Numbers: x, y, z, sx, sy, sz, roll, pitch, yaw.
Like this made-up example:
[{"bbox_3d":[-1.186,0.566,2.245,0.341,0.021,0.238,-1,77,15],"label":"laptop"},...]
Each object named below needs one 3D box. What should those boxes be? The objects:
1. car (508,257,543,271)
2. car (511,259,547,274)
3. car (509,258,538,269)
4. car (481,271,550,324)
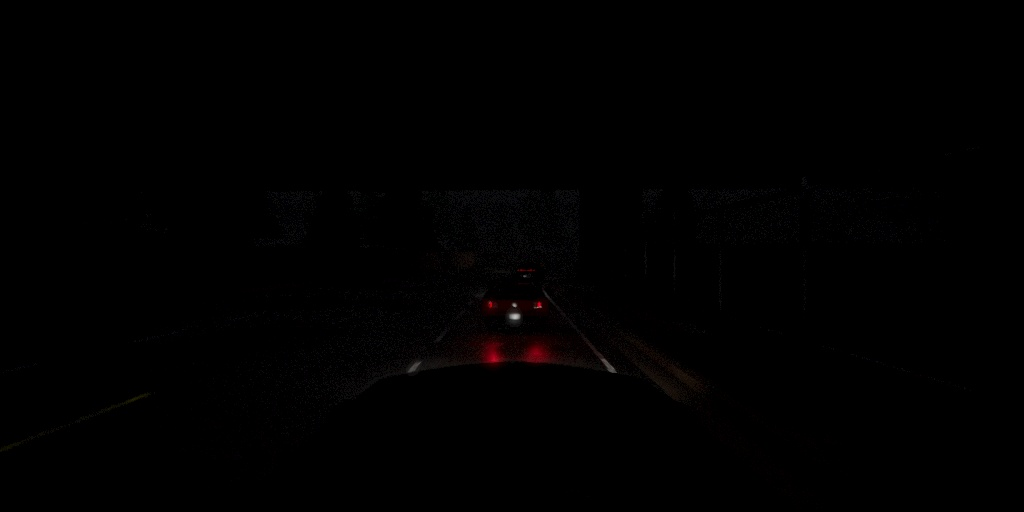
[{"bbox_3d":[1.878,1.042,49.858,4.553,1.767,2.097,0,0,-32],"label":"car"},{"bbox_3d":[1.560,1.222,28.820,1.837,1.490,4.892,0,0,13],"label":"car"},{"bbox_3d":[2.191,1.174,45.544,5.008,1.535,1.882,0,-1,-39],"label":"car"},{"bbox_3d":[0.091,1.338,11.840,1.895,1.301,4.718,0,0,0],"label":"car"}]
